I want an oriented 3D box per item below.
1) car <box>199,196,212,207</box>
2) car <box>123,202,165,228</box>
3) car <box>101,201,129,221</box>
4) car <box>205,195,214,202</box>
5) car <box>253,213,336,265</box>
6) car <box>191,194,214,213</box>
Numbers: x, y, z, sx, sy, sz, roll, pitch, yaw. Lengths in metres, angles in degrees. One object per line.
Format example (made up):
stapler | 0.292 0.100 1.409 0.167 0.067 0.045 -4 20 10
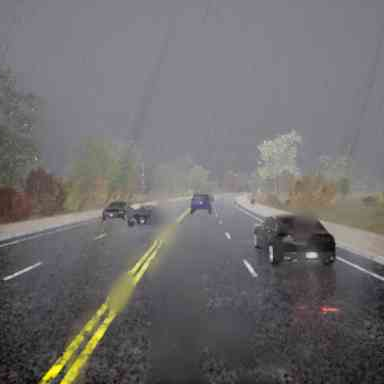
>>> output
car | 2.144 1.464 52.391 1.837 1.490 4.892 0 0 4
car | -2.941 1.561 22.026 1.994 1.385 4.181 0 0 2
car | -5.985 1.501 27.454 1.837 1.490 4.892 0 0 3
car | 3.931 1.394 73.384 1.837 1.490 4.892 0 0 6
car | 3.362 1.506 11.641 1.837 1.490 4.892 0 0 1
car | 1.043 1.209 36.428 2.150 2.045 5.566 0 0 3
